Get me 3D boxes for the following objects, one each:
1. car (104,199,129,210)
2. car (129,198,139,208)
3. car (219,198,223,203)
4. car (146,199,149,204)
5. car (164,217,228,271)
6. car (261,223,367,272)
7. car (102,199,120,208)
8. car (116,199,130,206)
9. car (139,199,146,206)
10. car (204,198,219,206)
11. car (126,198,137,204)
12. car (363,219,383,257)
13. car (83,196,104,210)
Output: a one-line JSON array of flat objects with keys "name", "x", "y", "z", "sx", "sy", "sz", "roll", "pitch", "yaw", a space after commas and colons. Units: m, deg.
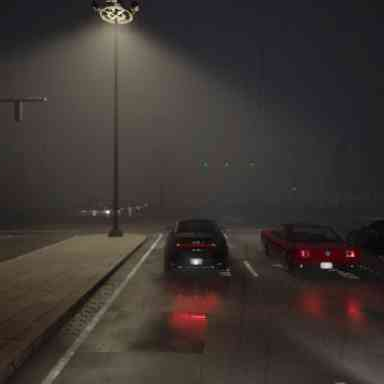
[{"name": "car", "x": -11.399, "y": 2.031, "z": 50.377, "sx": 1.895, "sy": 1.301, "sz": 4.718, "roll": 0, "pitch": 0, "yaw": 0}, {"name": "car", "x": -11.340, "y": 2.012, "z": 59.388, "sx": 1.837, "sy": 1.490, "sz": 4.892, "roll": 0, "pitch": 0, "yaw": 1}, {"name": "car", "x": 7.617, "y": 2.356, "z": 93.763, "sx": 1.994, "sy": 1.385, "sz": 4.181, "roll": 0, "pitch": 0, "yaw": 2}, {"name": "car", "x": -11.192, "y": 2.220, "z": 78.212, "sx": 1.994, "sy": 1.385, "sz": 4.181, "roll": 0, "pitch": 0, "yaw": 0}, {"name": "car", "x": 0.127, "y": 1.602, "z": 11.218, "sx": 1.837, "sy": 1.490, "sz": 4.892, "roll": 0, "pitch": 0, "yaw": 0}, {"name": "car", "x": 3.627, "y": 1.698, "z": 11.147, "sx": 1.895, "sy": 1.301, "sz": 4.718, "roll": 0, "pitch": 0, "yaw": 0}, {"name": "car", "x": -14.811, "y": 2.070, "z": 61.168, "sx": 2.033, "sy": 1.411, "sz": 5.357, "roll": 0, "pitch": 0, "yaw": 1}, {"name": "car", "x": -14.723, "y": 2.160, "z": 71.114, "sx": 1.994, "sy": 1.385, "sz": 4.181, "roll": 0, "pitch": 0, "yaw": 0}, {"name": "car", "x": -11.234, "y": 2.181, "z": 68.361, "sx": 1.895, "sy": 1.301, "sz": 4.718, "roll": 0, "pitch": 0, "yaw": 0}, {"name": "car", "x": 3.858, "y": 2.047, "z": 66.541, "sx": 1.882, "sy": 1.535, "sz": 5.008, "roll": 0, "pitch": 0, "yaw": 0}, {"name": "car", "x": -14.667, "y": 2.211, "z": 81.318, "sx": 1.812, "sy": 1.442, "sz": 4.674, "roll": 0, "pitch": 0, "yaw": 0}, {"name": "car", "x": 7.127, "y": 1.626, "z": 11.490, "sx": 1.812, "sy": 1.442, "sz": 4.674, "roll": 0, "pitch": -1, "yaw": 0}, {"name": "car", "x": -14.893, "y": 1.656, "z": 50.922, "sx": 2.150, "sy": 2.045, "sz": 5.566, "roll": 0, "pitch": 0, "yaw": 0}]
